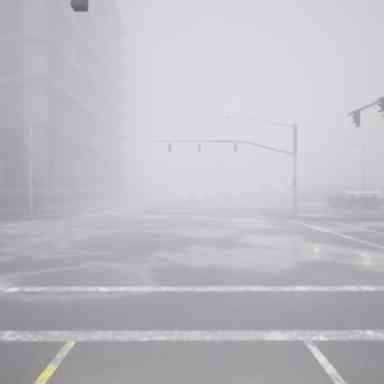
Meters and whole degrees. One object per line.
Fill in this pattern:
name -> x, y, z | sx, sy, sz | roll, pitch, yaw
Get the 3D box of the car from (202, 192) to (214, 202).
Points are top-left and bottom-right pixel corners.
car -> 3.284, 1.175, 65.160 | 1.812, 1.442, 4.674 | 0, 0, 0

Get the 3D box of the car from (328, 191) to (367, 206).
car -> 25.046, 0.918, 53.639 | 4.605, 1.855, 1.932 | 0, 0, 0

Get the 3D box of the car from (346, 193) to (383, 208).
car -> 25.047, 1.190, 48.062 | 3.806, 1.475, 1.970 | 0, 0, 0

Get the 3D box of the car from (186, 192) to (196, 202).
car -> -0.217, 1.199, 64.750 | 2.033, 1.411, 5.357 | 0, 0, 0

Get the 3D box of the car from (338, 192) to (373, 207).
car -> 25.073, 1.143, 50.956 | 3.905, 1.438, 1.784 | 0, 0, 0
